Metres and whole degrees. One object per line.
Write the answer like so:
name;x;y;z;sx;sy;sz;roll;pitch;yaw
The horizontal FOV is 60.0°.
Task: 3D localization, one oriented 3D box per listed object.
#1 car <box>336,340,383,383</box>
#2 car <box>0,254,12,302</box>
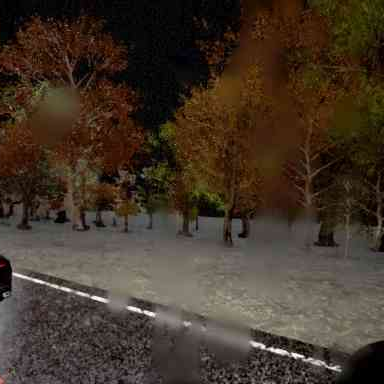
car;3.187;1.505;1.418;4.892;1.490;1.837;0;0;35
car;-5.582;1.501;6.872;4.892;1.490;1.837;0;0;36
